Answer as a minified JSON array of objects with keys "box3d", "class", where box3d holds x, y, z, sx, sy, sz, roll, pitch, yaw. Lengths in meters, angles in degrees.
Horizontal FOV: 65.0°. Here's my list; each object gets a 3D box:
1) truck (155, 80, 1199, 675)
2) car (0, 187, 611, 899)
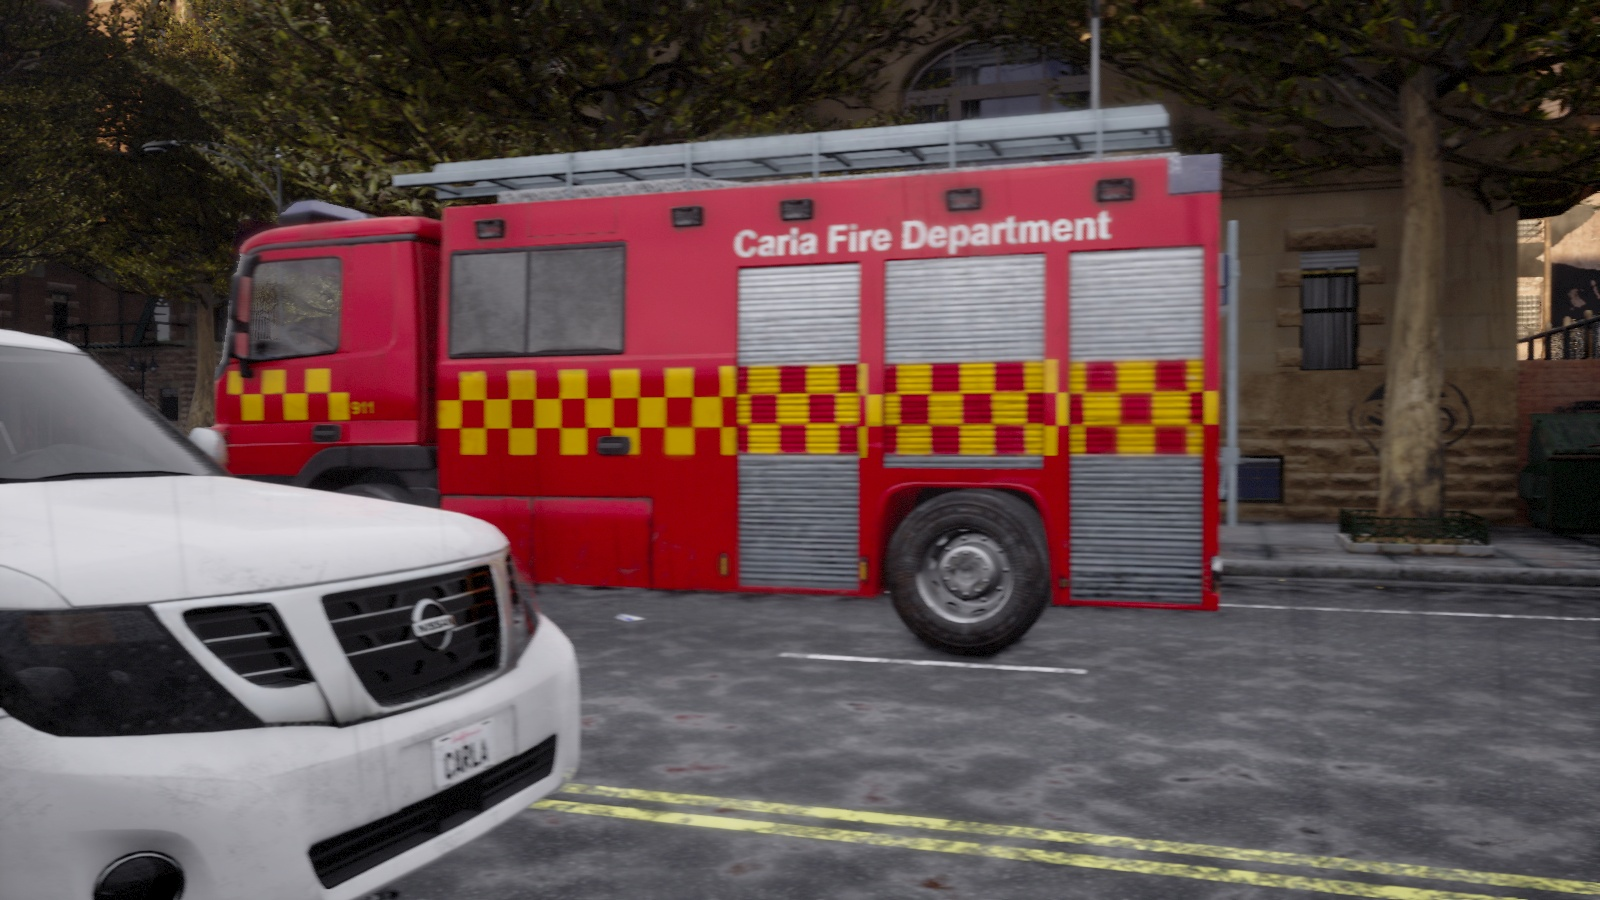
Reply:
[{"box3d":[-1.051,-0.515,10.795,8.468,3.827,2.891,1,1,19],"class":"truck"},{"box3d":[-3.666,0.461,4.421,5.566,2.045,2.150,0,1,18],"class":"car"}]
